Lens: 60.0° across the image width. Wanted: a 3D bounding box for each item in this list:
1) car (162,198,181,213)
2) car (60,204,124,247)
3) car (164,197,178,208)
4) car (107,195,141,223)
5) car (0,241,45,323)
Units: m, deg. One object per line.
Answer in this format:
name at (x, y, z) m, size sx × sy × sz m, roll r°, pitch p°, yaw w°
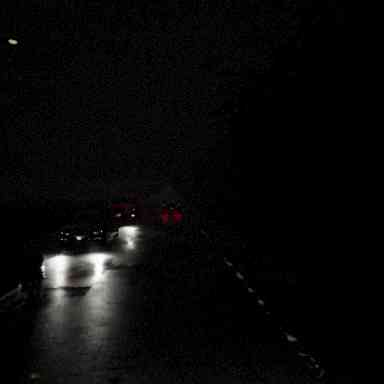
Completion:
car at (-2.191, 1.452, 35.956) m, size 1.812 × 1.442 × 4.674 m, roll -1°, pitch 0°, yaw -4°
car at (-4.537, 1.540, 15.313) m, size 1.837 × 1.490 × 4.892 m, roll -1°, pitch 0°, yaw -4°
car at (-2.995, 1.466, 46.843) m, size 1.895 × 1.301 × 4.718 m, roll -1°, pitch 0°, yaw -4°
car at (-5.233, 1.232, 26.009) m, size 2.150 × 2.045 × 5.566 m, roll -1°, pitch 0°, yaw -3°
car at (-3.875, 1.568, 5.248) m, size 1.812 × 1.442 × 4.674 m, roll -1°, pitch 0°, yaw -4°
